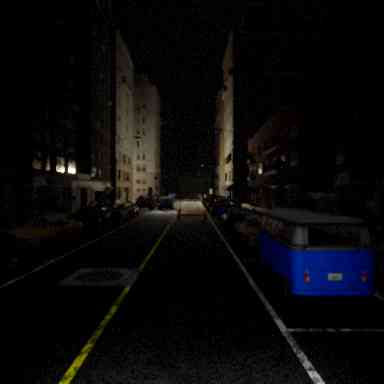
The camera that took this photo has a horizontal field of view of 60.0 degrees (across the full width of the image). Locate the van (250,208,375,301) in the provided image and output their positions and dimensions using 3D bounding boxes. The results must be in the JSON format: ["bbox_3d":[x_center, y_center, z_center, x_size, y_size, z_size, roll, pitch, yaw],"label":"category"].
[{"bbox_3d":[2.665,1.340,8.031,1.690,1.788,3.998,0,0,0],"label":"van"}]

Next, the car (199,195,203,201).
[{"bbox_3d":[2.655,1.531,53.385,2.008,1.369,4.403,0,0,0],"label":"car"}]

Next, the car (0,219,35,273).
[{"bbox_3d":[-5.861,1.565,8.024,1.947,1.339,4.313,0,0,0],"label":"car"}]

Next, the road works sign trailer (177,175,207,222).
[{"bbox_3d":[-0.007,0.458,26.349,2.380,3.560,2.880,0,0,0],"label":"road works sign trailer"}]

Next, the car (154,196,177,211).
[{"bbox_3d":[-3.100,1.512,40.255,1.812,1.442,4.674,0,0,0],"label":"car"}]

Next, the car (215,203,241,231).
[{"bbox_3d":[2.663,1.547,19.370,2.008,1.369,4.403,0,0,0],"label":"car"}]

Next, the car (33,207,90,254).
[{"bbox_3d":[-5.862,1.523,13.522,1.752,1.417,4.829,0,0,0],"label":"car"}]

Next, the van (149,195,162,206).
[{"bbox_3d":[-5.871,1.321,53.370,1.690,1.788,3.998,0,0,0],"label":"van"}]

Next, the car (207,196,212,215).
[{"bbox_3d":[2.660,1.432,30.709,1.967,1.590,4.097,0,0,0],"label":"car"}]

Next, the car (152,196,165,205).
[{"bbox_3d":[-5.871,1.501,58.869,1.752,1.417,4.829,0,0,0],"label":"car"}]

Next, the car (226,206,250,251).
[{"bbox_3d":[2.664,1.523,13.870,1.752,1.417,4.829,0,0,0],"label":"car"}]

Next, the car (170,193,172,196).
[{"bbox_3d":[-5.874,1.509,70.375,2.008,1.369,4.403,0,0,0],"label":"car"}]

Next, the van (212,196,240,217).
[{"bbox_3d":[2.661,1.335,25.039,1.690,1.788,3.998,0,0,0],"label":"van"}]

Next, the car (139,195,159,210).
[{"bbox_3d":[-5.868,1.301,42.034,2.192,1.841,5.009,0,0,0],"label":"car"}]

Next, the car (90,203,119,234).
[{"bbox_3d":[-5.863,1.562,19.360,1.947,1.339,4.313,0,0,0],"label":"car"}]

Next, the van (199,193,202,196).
[{"bbox_3d":[2.653,1.309,64.725,1.690,1.788,3.998,0,0,0],"label":"van"}]

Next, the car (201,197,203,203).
[{"bbox_3d":[2.656,1.549,47.717,1.947,1.339,4.313,0,0,0],"label":"car"}]

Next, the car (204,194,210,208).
[{"bbox_3d":[2.658,1.304,36.378,2.192,1.841,5.009,0,0,0],"label":"car"}]

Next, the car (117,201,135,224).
[{"bbox_3d":[-5.864,1.539,25.028,1.887,1.381,4.507,0,0,0],"label":"car"}]

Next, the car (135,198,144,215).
[{"bbox_3d":[-5.865,1.517,30.527,1.752,1.417,4.829,0,0,0],"label":"car"}]
